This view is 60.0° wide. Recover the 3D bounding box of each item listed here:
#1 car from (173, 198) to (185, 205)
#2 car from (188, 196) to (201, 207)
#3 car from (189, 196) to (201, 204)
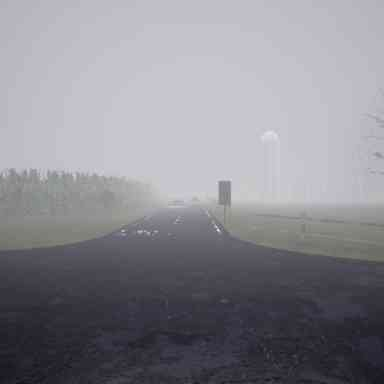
[{"bbox_3d":[-2.267,1.631,57.751,1.895,1.301,4.718,0,0,0],"label":"car"},{"bbox_3d":[0.445,1.501,53.160,1.882,1.535,5.008,0,0,0],"label":"car"},{"bbox_3d":[0.529,1.530,63.580,2.128,1.511,4.902,0,0,0],"label":"car"}]
